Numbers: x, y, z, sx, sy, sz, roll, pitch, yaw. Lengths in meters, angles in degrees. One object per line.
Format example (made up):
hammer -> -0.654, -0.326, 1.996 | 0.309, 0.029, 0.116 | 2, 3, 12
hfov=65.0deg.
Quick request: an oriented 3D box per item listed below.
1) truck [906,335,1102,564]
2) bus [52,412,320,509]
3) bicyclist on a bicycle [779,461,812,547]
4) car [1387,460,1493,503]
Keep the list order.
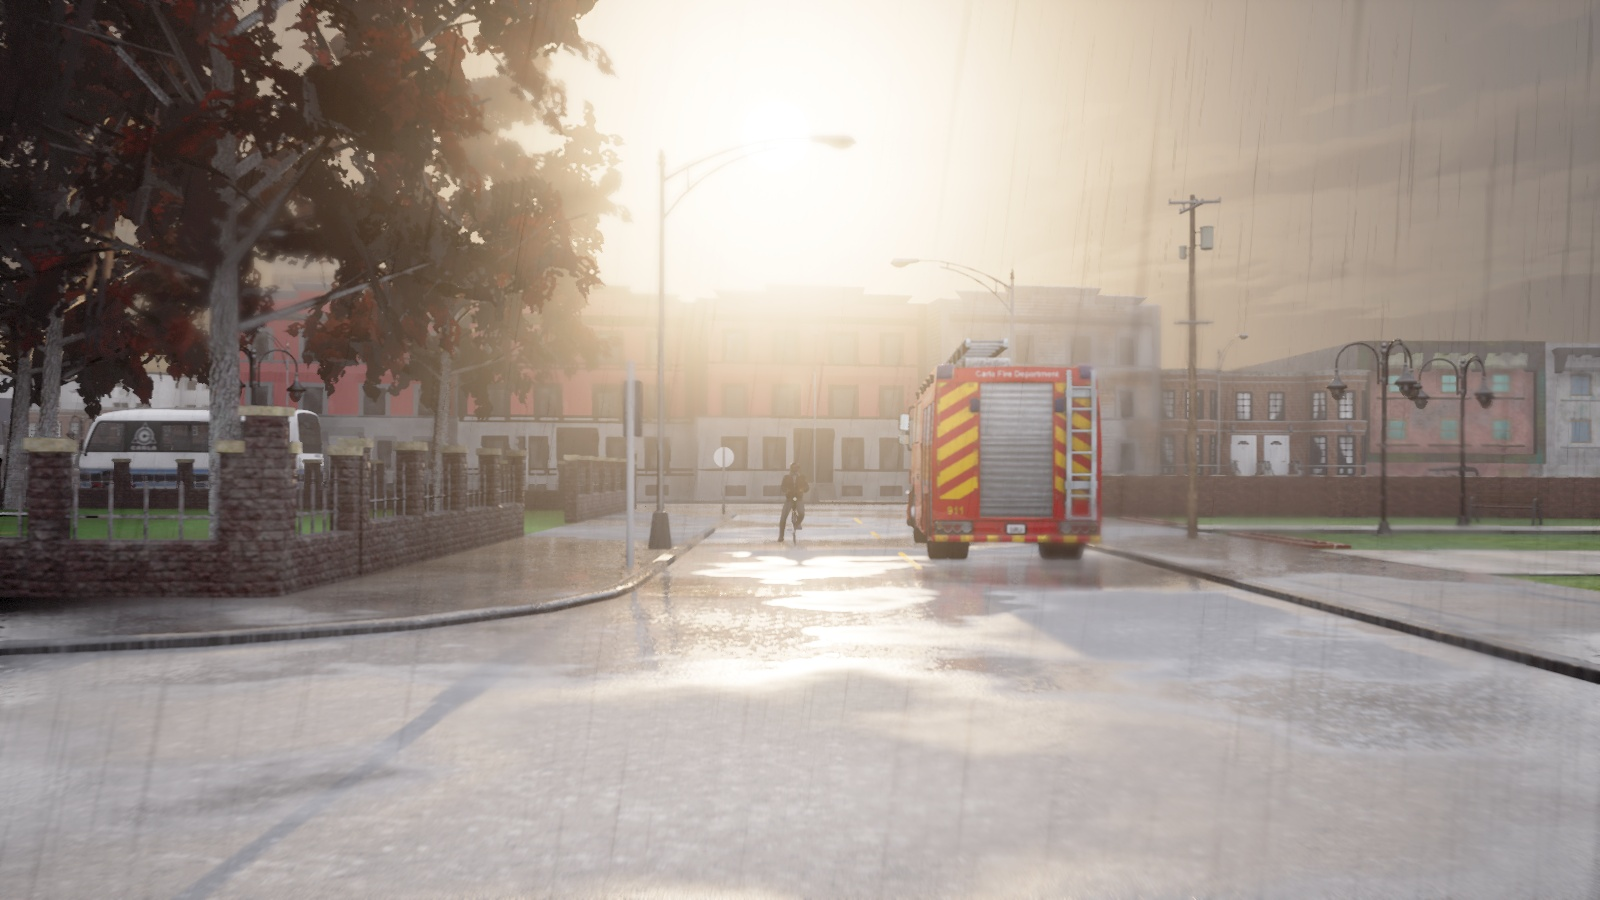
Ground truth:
truck -> 3.777, 0.058, 25.297 | 2.891, 3.827, 8.468 | 0, -1, 2
bus -> -27.888, 0.512, 57.480 | 10.273, 4.253, 3.944 | 0, -1, 0
bicyclist on a bicycle -> -0.107, 1.139, 27.067 | 0.659, 1.776, 1.843 | 0, -1, -1
car -> 29.326, 1.454, 57.626 | 3.866, 1.878, 1.905 | -1, -1, 0
